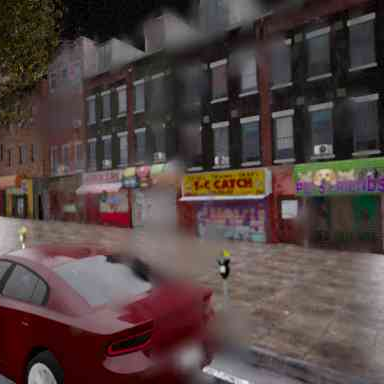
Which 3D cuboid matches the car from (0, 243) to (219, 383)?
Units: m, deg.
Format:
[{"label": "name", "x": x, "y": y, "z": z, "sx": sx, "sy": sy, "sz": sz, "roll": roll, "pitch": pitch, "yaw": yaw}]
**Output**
[{"label": "car", "x": -2.020, "y": 1.486, "z": 4.736, "sx": 5.008, "sy": 1.535, "sz": 1.882, "roll": 0, "pitch": 0, "yaw": 36}]
